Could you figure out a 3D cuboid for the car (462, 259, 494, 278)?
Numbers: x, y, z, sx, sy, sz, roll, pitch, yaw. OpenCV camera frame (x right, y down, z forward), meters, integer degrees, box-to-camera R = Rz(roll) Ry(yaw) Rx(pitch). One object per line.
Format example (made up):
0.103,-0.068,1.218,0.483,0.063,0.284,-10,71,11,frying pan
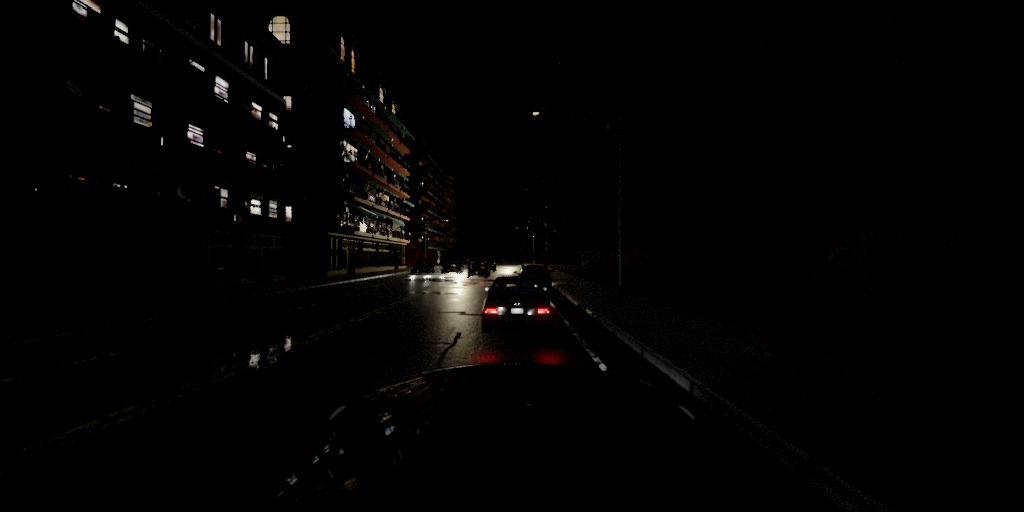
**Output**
-3.085,1.241,33.666,2.128,1.511,4.902,0,0,0,car

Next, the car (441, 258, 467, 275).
-6.531,1.258,39.506,1.837,1.490,4.892,0,0,0,car

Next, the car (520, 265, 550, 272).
1.172,1.258,20.364,1.837,1.490,4.892,0,0,0,car

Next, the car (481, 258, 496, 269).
-3.067,1.318,45.895,1.994,1.385,4.181,0,0,0,car

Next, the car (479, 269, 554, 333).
0.119,1.299,10.676,2.033,1.411,5.357,0,0,0,car

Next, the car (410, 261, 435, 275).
-9.765,1.279,39.579,1.812,1.442,4.674,0,0,0,car
